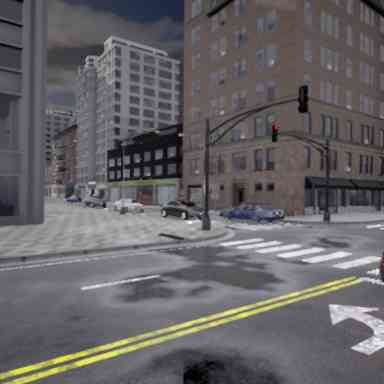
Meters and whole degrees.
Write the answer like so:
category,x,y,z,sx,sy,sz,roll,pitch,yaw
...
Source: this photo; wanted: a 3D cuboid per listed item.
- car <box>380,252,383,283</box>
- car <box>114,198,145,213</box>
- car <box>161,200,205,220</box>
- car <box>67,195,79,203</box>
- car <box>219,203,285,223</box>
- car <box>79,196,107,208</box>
category,x,y,z,sx,sy,sz,roll,pitch,yaw
car,6.222,1.533,7.870,4.674,1.442,1.812,0,0,-36
car,-6.680,1.401,35.172,1.812,1.442,4.674,1,0,-36
car,-0.753,1.422,26.892,1.837,1.490,4.892,1,0,-36
car,-21.730,1.313,61.565,1.812,1.442,4.674,1,0,-36
car,4.457,1.528,25.309,2.033,1.411,5.357,1,0,-37
car,-12.727,1.337,43.595,1.837,1.490,4.892,1,0,-35
